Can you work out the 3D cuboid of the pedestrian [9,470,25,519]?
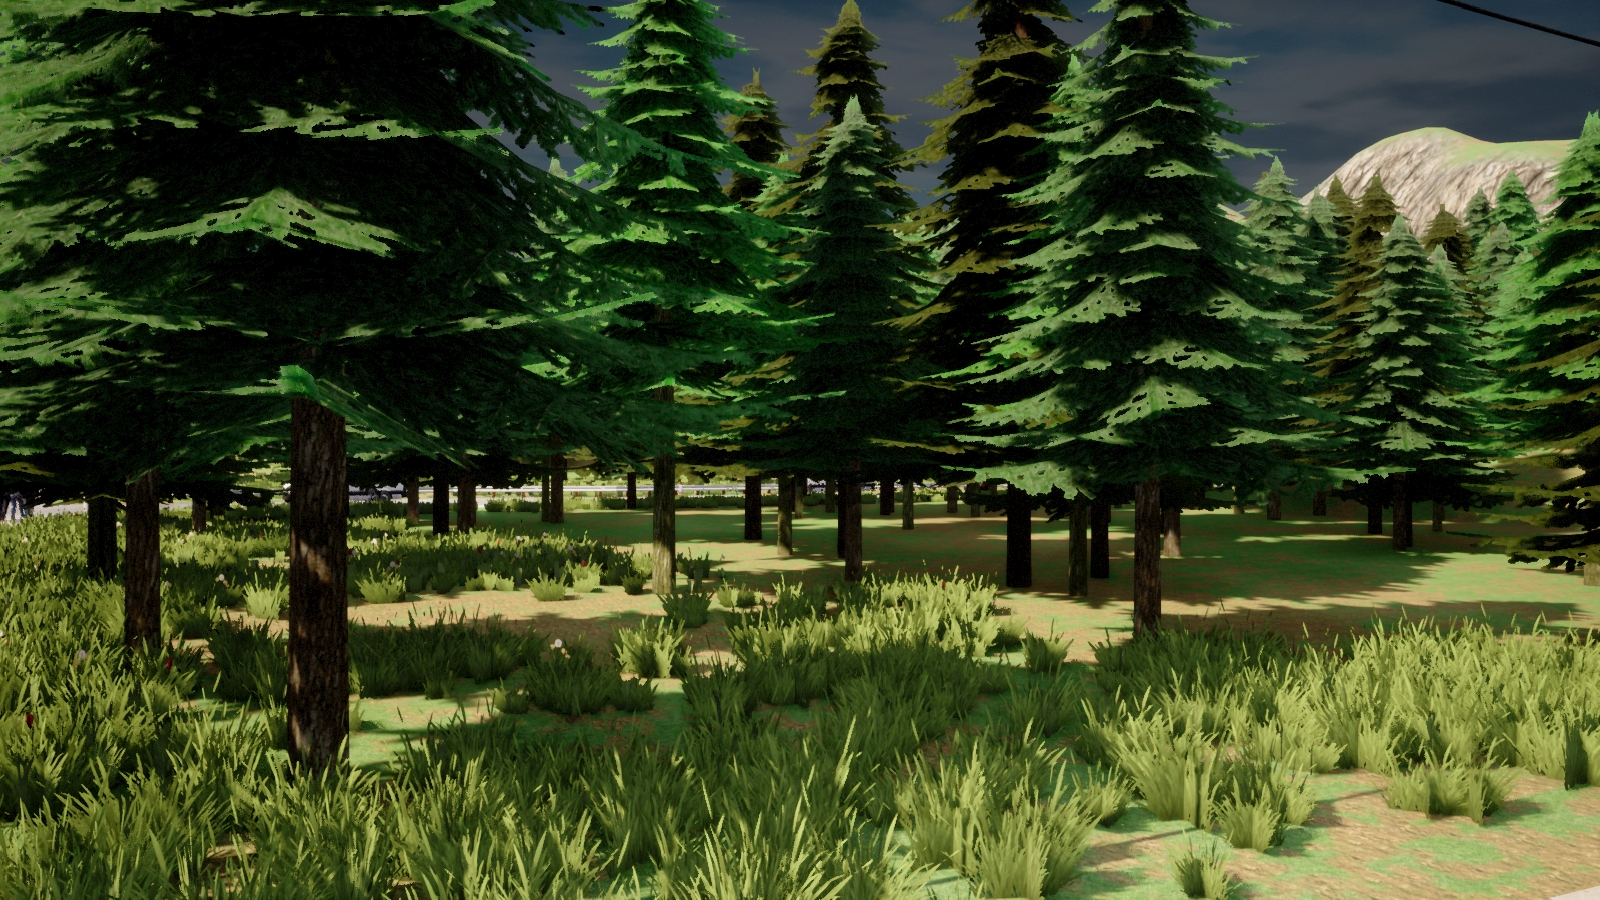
[{"bbox_3d":[-29.763,1.694,43.422,0.375,1.860,0.375,0,0,-9],"label":"pedestrian"}]

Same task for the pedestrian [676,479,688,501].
[{"bbox_3d":[-6.036,2.050,58.408,0.500,1.100,0.500,0,0,-27],"label":"pedestrian"}]

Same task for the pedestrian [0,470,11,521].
[{"bbox_3d":[-29.586,1.695,42.475,0.375,1.860,0.375,0,0,-28],"label":"pedestrian"}]

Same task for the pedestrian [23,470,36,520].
[{"bbox_3d":[-29.077,1.694,43.123,0.375,1.860,0.375,0,0,-28],"label":"pedestrian"}]
